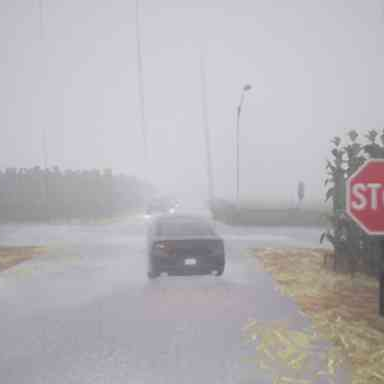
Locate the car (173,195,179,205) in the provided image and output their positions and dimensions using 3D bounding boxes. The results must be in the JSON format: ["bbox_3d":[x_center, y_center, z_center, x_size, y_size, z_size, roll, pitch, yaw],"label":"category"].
[{"bbox_3d":[-3.188,1.141,42.276,2.097,1.767,4.553,0,0,0],"label":"car"}]

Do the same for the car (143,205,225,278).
[{"bbox_3d":[-0.400,1.379,9.935,1.882,1.535,5.008,0,1,-8],"label":"car"}]

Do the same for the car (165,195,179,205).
[{"bbox_3d":[-3.163,1.245,53.397,1.837,1.490,4.892,0,1,0],"label":"car"}]

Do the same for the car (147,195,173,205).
[{"bbox_3d":[-3.193,1.304,32.116,1.837,1.490,4.892,0,0,0],"label":"car"}]
